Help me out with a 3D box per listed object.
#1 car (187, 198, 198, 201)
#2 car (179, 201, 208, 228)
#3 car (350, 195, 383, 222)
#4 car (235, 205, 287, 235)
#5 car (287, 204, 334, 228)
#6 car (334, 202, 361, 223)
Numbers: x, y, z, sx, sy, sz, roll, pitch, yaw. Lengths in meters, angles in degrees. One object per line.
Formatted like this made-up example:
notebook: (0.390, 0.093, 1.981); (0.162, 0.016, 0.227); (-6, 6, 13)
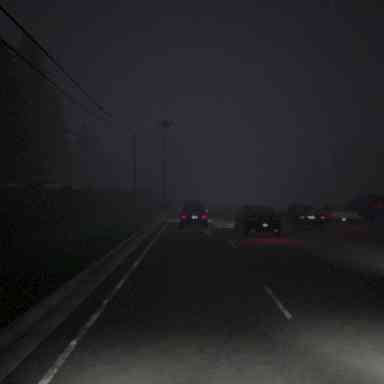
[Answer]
car: (0.086, 1.519, 42.261); (1.812, 1.442, 4.674); (0, 0, 0)
car: (0.101, 1.544, 22.303); (2.033, 1.411, 5.357); (0, 0, 0)
car: (14.102, 1.217, 26.266); (2.150, 2.045, 5.566); (0, 0, 0)
car: (3.601, 1.475, 18.842); (1.882, 1.535, 5.008); (0, 0, 0)
car: (7.102, 1.544, 22.094); (2.033, 1.411, 5.357); (0, 0, 0)
car: (10.602, 1.597, 25.412); (1.895, 1.301, 4.718); (0, 0, 0)
